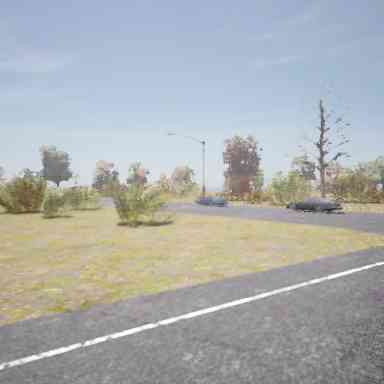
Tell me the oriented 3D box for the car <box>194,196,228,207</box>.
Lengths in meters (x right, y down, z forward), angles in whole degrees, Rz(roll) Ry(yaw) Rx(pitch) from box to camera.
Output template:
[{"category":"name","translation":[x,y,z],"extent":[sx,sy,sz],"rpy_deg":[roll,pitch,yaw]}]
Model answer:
[{"category":"car","translation":[2.542,1.187,44.794],"extent":[2.033,1.411,5.357],"rpy_deg":[-1,1,-37]}]

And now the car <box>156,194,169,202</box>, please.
[{"category":"car","translation":[-4.772,1.044,42.847],"extent":[2.097,1.767,4.553],"rpy_deg":[-1,1,-37]}]

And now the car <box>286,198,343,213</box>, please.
[{"category":"car","translation":[11.835,1.256,32.526],"extent":[2.033,1.411,5.357],"rpy_deg":[-1,1,-37]}]
